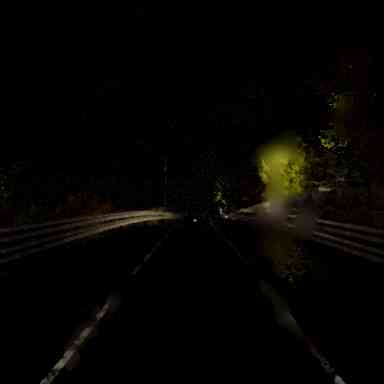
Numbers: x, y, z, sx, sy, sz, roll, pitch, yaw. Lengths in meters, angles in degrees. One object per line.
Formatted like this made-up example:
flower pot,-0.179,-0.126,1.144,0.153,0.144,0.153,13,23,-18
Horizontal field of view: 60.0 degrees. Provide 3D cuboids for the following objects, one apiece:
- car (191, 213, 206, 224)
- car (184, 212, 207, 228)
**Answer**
car,0.906,3.513,44.546,1.895,1.301,4.718,0,-4,3
car,0.335,2.494,30.381,1.994,1.385,4.181,0,-3,2
